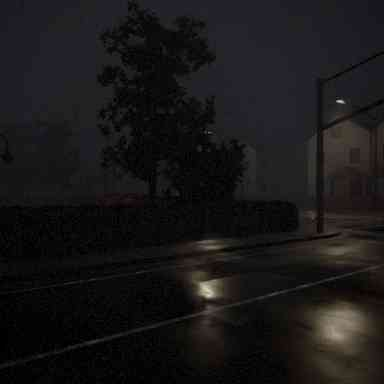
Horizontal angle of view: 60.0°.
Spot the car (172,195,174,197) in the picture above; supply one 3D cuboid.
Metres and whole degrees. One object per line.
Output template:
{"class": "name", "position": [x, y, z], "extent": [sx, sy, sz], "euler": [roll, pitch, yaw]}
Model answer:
{"class": "car", "position": [-3.512, 1.352, 55.284], "extent": [2.097, 1.767, 4.553], "euler": [0, 0, -35]}

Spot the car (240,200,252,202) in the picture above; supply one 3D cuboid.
{"class": "car", "position": [5.546, 1.547, 36.007], "extent": [2.033, 1.411, 5.357], "euler": [0, 0, -35]}

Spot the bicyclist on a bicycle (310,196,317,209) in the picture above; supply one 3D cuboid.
{"class": "bicyclist on a bicycle", "position": [15.200, 1.303, 41.376], "extent": [1.656, 1.620, 0.582], "euler": [0, 0, -35]}
